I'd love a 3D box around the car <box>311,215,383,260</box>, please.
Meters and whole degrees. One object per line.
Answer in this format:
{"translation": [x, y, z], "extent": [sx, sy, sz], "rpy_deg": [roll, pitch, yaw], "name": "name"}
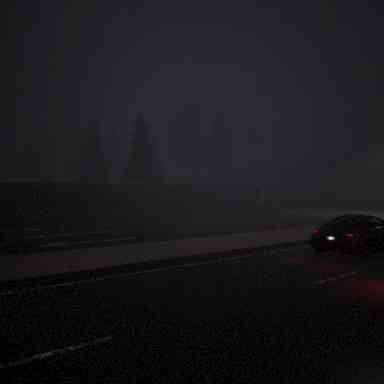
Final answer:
{"translation": [6.412, 1.564, 12.619], "extent": [4.181, 1.385, 1.994], "rpy_deg": [0, 0, -35], "name": "car"}
